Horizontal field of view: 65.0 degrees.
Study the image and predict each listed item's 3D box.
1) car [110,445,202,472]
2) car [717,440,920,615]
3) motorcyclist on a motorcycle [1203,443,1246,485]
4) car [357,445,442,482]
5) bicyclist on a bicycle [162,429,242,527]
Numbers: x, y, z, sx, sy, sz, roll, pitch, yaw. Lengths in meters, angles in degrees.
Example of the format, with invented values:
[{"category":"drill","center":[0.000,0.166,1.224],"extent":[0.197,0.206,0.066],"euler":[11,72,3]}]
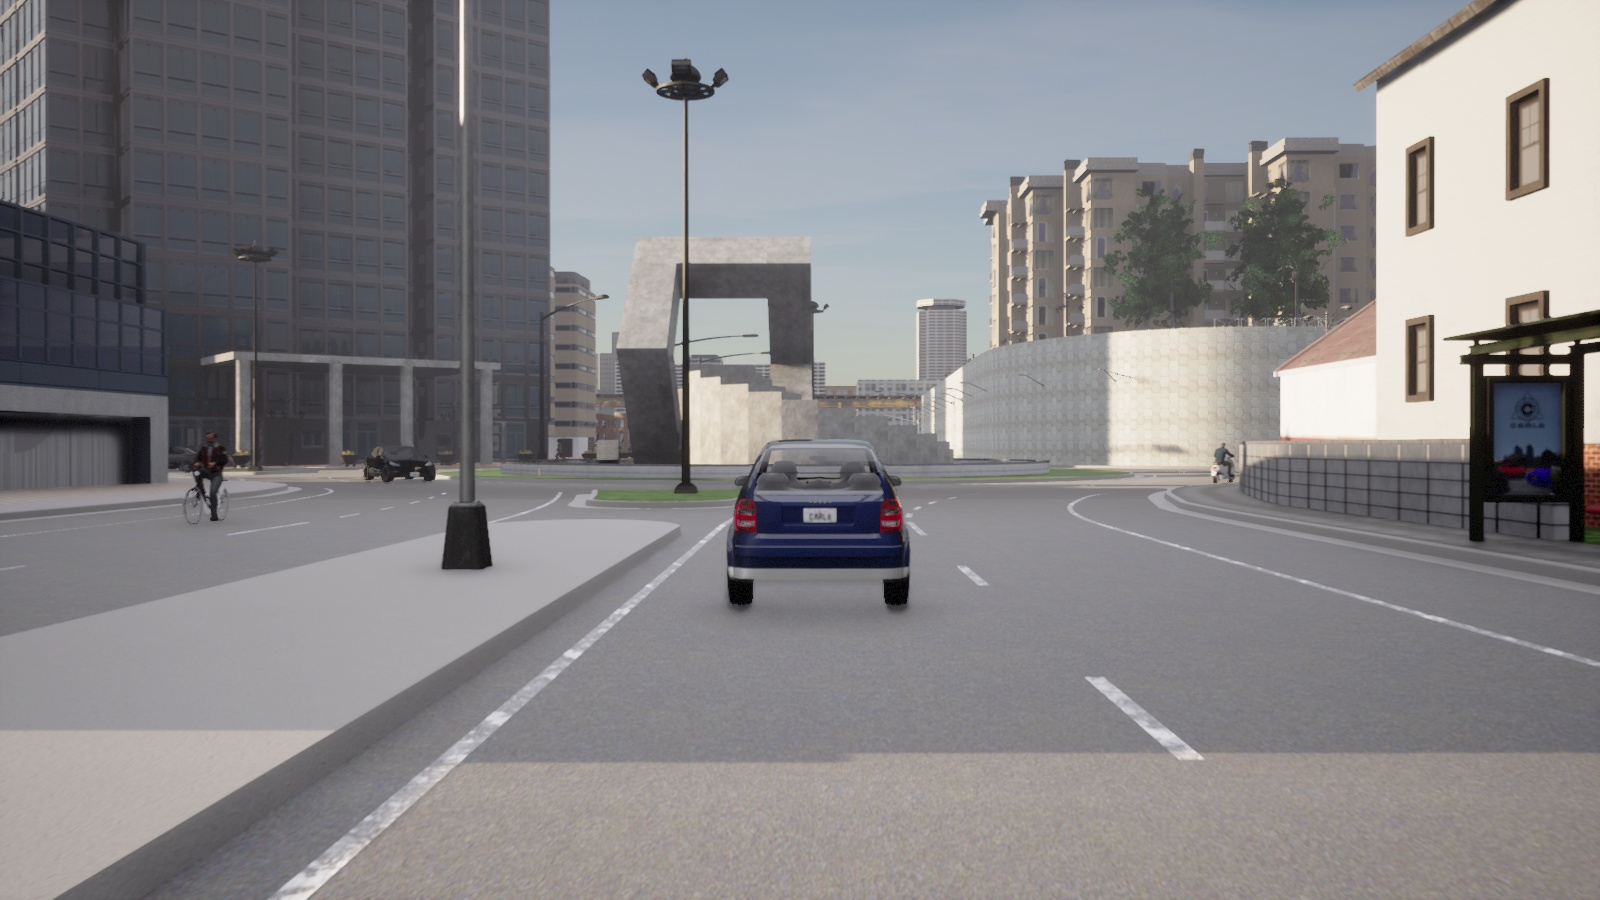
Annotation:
[{"category":"car","center":[-35.082,0.456,68.482],"extent":[4.193,1.474,1.816],"euler":[0,0,-17]},{"category":"car","center":[0.184,0.674,12.934],"extent":[1.789,1.549,3.705],"euler":[0,0,1]},{"category":"motorcyclist on a motorcycle","center":[16.329,0.520,48.302],"extent":[0.866,1.590,1.817],"euler":[0,0,44]},{"category":"car","center":[-16.678,0.523,52.114],"extent":[2.163,1.488,4.792],"euler":[0,0,-33]},{"category":"bicyclist on a bicycle","center":[-11.271,0.512,23.719],"extent":[0.659,1.776,1.843],"euler":[0,0,-1]}]
